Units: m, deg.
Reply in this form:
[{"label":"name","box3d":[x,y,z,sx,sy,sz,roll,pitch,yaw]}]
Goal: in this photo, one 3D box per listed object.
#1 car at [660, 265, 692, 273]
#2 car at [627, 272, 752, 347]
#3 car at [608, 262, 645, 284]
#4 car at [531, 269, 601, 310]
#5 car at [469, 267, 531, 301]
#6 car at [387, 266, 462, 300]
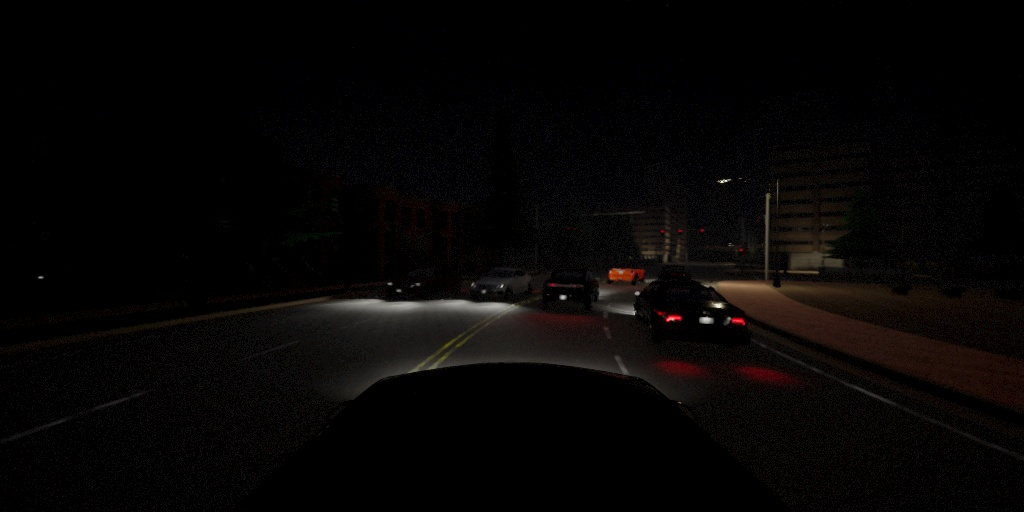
[{"label":"car","box3d":[11.773,1.422,25.873,1.882,1.535,5.008,1,0,30]},{"label":"car","box3d":[4.515,1.371,9.751,2.033,1.411,5.357,1,0,13]},{"label":"car","box3d":[9.219,1.261,28.610,2.097,1.767,4.553,1,0,31]},{"label":"car","box3d":[2.587,1.289,15.142,2.128,1.511,4.902,1,0,18]},{"label":"car","box3d":[-0.373,1.282,17.783,1.812,1.442,4.674,1,0,22]},{"label":"car","box3d":[-4.105,1.226,17.665,1.812,1.442,4.674,1,0,20]}]
